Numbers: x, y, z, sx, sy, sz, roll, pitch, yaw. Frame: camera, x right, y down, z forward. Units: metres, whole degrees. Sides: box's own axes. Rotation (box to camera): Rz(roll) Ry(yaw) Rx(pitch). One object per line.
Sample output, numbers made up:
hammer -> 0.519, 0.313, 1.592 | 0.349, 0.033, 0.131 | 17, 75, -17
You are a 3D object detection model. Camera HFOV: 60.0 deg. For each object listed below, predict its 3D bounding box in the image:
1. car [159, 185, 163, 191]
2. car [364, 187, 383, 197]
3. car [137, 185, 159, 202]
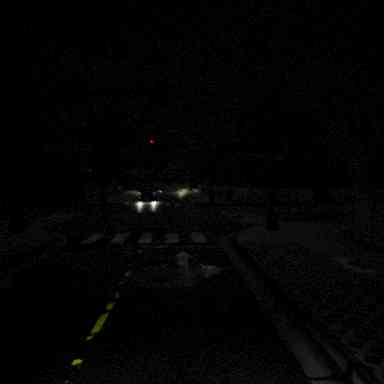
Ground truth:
car -> -8.597, -1.067, 86.059 | 2.033, 1.411, 5.357 | 0, 2, -1
car -> 18.447, 0.247, 29.792 | 5.566, 2.045, 2.150 | -1, 1, -3
car -> -5.264, 0.134, 39.382 | 2.097, 1.767, 4.553 | 0, 1, -5
